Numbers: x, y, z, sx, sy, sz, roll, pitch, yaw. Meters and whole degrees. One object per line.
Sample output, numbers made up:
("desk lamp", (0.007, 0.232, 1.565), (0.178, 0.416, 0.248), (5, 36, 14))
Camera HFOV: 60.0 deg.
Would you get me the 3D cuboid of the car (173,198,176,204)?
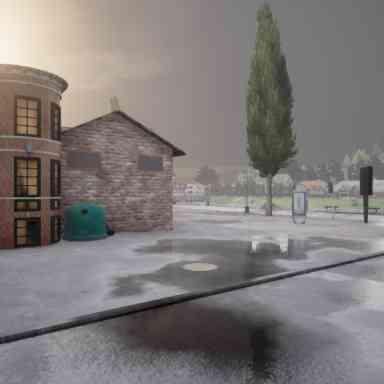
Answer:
("car", (-4.632, 1.526, 60.368), (1.812, 1.442, 4.674), (0, 0, -35))
